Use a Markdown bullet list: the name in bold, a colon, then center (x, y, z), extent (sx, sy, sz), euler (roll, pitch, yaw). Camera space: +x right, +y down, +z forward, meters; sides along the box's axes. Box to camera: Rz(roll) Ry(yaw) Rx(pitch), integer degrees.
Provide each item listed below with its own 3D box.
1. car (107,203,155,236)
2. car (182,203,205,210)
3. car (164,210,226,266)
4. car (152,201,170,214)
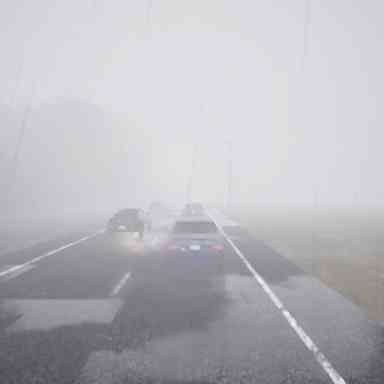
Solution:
- **car**: center (-3.400, 1.567, 18.512), extent (1.812, 1.442, 4.674), euler (0, 0, 0)
- **car**: center (0.096, 1.607, 27.891), extent (2.033, 1.411, 5.357), euler (0, 0, 0)
- **car**: center (0.092, 1.574, 11.595), extent (2.033, 1.411, 5.357), euler (0, 0, 0)
- **car**: center (-3.399, 1.596, 34.087), extent (1.812, 1.442, 4.674), euler (0, 0, 0)
